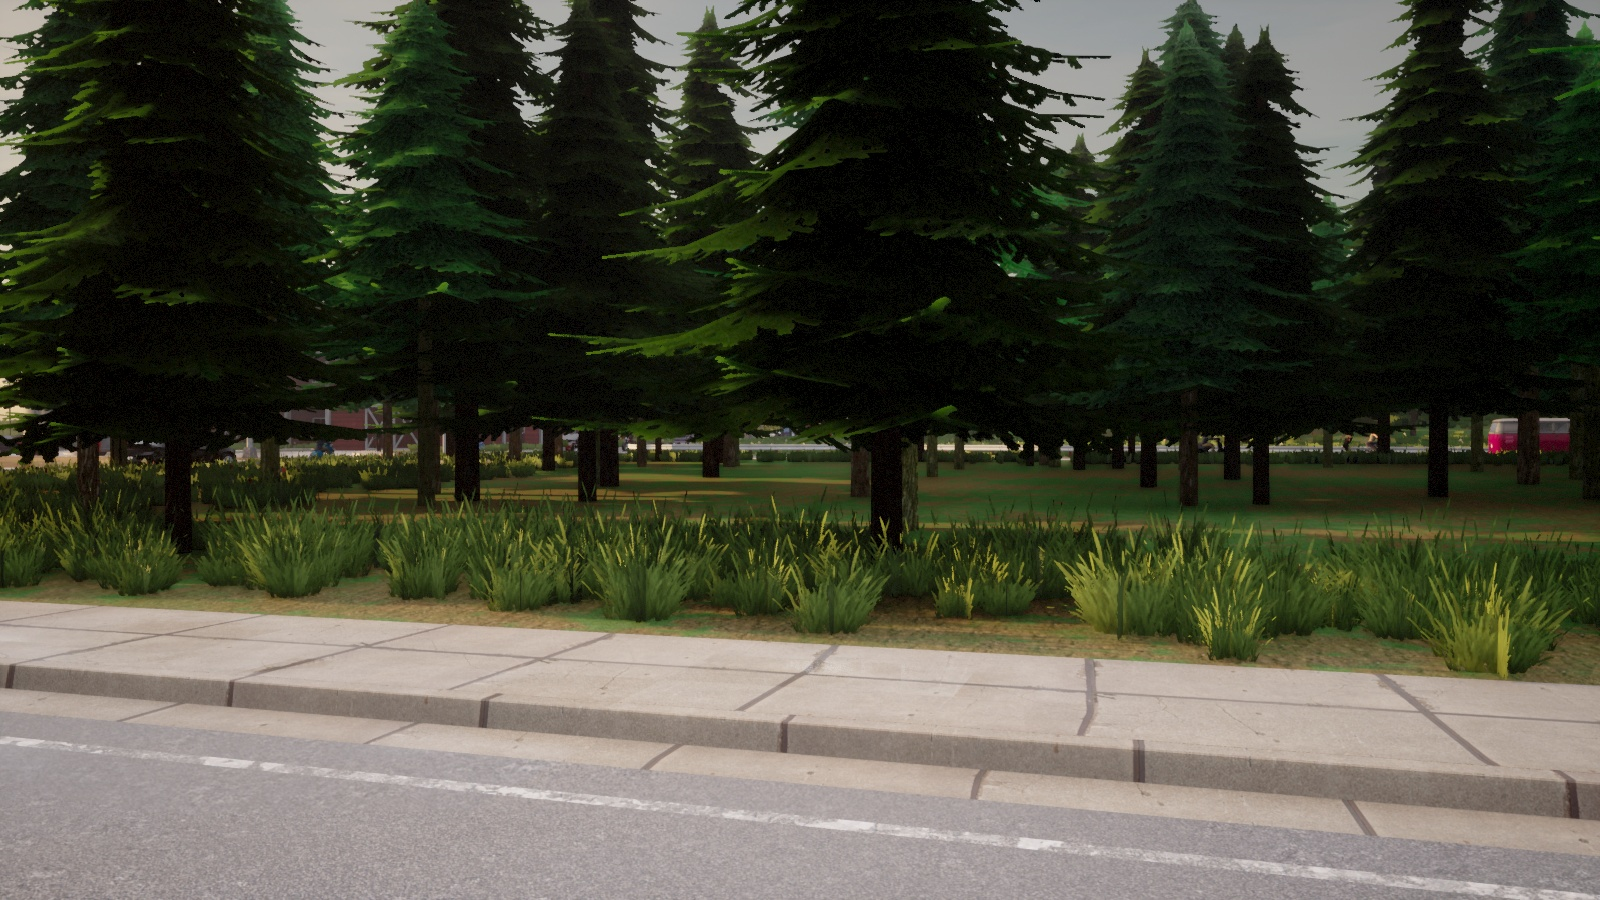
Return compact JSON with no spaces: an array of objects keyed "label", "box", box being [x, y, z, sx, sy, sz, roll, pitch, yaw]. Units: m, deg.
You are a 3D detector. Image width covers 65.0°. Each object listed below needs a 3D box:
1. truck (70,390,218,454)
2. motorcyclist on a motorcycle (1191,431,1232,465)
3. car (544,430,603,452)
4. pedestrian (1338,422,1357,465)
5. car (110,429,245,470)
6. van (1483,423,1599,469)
[{"label":"truck","box":[-40.800,-1.746,78.091,8.468,3.827,2.891,0,1,16]},{"label":"motorcyclist on a motorcycle","box":[19.695,-0.109,60.175,1.817,1.590,0.866,1,1,18]},{"label":"car","box":[-16.113,-0.642,89.604,2.163,1.488,4.792,1,1,17]},{"label":"pedestrian","box":[23.784,-0.296,54.557,0.634,1.846,0.331,0,1,1]},{"label":"car","box":[-24.790,-0.066,50.212,1.882,1.535,5.008,1,1,17]},{"label":"van","box":[33.020,-0.189,55.749,4.442,1.987,1.775,1,1,19]}]
